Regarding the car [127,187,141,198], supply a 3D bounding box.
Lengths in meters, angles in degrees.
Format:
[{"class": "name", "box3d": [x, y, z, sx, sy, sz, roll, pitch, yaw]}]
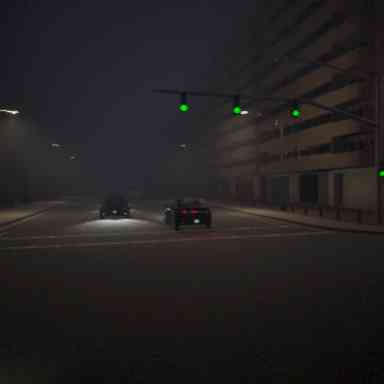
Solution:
[{"class": "car", "box3d": [-10.580, 0.105, 60.679, 2.150, 2.045, 5.566, -1, 1, -13]}]

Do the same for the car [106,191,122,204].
[{"class": "car", "box3d": [-10.240, 0.688, 43.818, 1.882, 1.535, 5.008, -1, 1, -13]}]

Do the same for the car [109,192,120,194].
[{"class": "car", "box3d": [-7.903, 0.910, 33.775, 1.812, 1.442, 4.674, -1, 1, -13]}]

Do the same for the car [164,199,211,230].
[{"class": "car", "box3d": [-0.357, 1.112, 18.000, 2.128, 1.511, 4.902, -1, 1, -13]}]

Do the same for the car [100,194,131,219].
[{"class": "car", "box3d": [-5.631, 1.114, 24.213, 1.994, 1.385, 4.181, -1, 1, -13]}]
